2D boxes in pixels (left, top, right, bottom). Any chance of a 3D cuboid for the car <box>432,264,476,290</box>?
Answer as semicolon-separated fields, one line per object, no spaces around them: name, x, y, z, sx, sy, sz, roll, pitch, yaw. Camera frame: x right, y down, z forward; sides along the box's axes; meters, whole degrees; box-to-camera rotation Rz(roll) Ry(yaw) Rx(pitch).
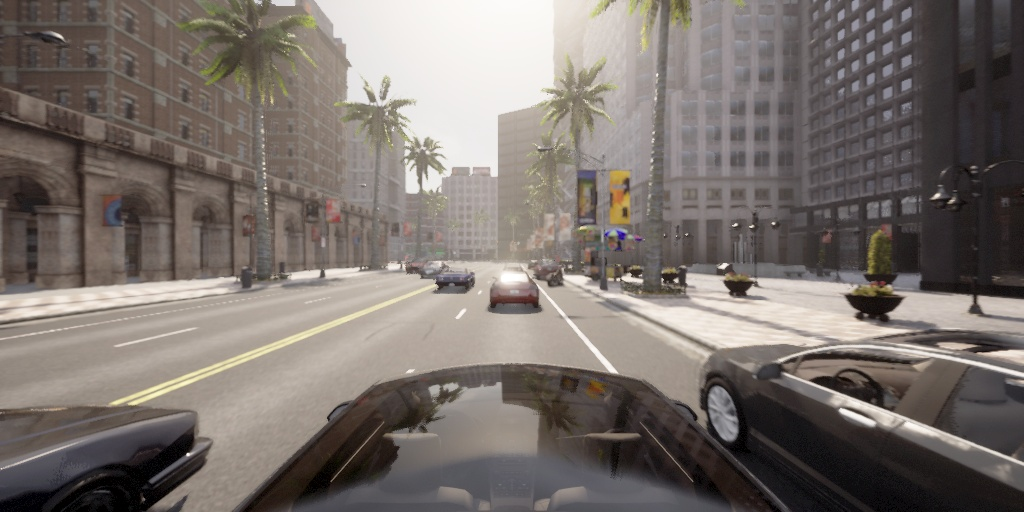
car;-3.405;1.346;22.509;1.895;1.301;4.718;0;0;0

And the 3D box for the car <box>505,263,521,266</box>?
car;0.109;1.342;35.365;1.895;1.301;4.718;0;0;0

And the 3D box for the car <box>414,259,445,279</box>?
car;-7.083;1.234;32.924;2.128;1.511;4.902;0;0;0

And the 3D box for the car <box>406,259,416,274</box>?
car;-10.532;1.092;40.872;2.097;1.767;4.553;0;0;1

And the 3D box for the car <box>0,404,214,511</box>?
car;-3.400;1.298;0.455;2.033;1.411;5.357;0;0;0

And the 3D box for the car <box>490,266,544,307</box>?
car;0.096;1.311;15.370;1.994;1.385;4.181;0;0;0
